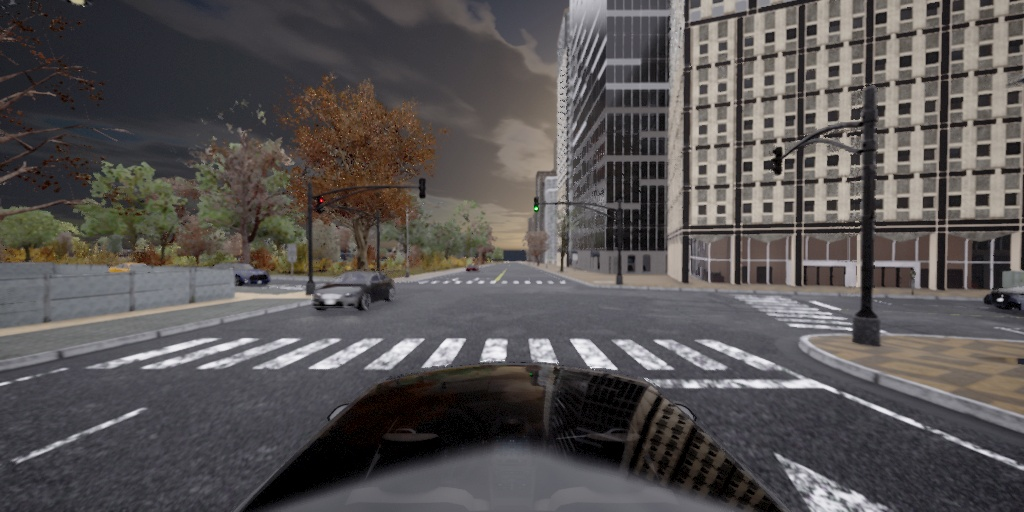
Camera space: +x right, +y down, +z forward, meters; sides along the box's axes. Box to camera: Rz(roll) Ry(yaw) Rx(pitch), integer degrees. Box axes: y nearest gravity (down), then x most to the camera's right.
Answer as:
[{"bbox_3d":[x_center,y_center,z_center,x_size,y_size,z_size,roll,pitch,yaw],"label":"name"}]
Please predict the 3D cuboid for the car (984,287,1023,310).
[{"bbox_3d":[21.859,1.622,13.982,4.181,1.385,1.994,0,1,20],"label":"car"}]

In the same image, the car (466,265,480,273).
[{"bbox_3d":[-6.281,2.028,57.511,1.895,1.301,4.718,0,-1,0],"label":"car"}]

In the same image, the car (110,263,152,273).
[{"bbox_3d":[-32.813,1.342,31.327,5.008,1.535,1.882,1,1,21],"label":"car"}]

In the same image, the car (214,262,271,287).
[{"bbox_3d":[-20.137,1.271,26.464,4.553,1.767,2.097,0,1,21],"label":"car"}]

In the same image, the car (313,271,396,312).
[{"bbox_3d":[-6.451,1.402,15.198,2.128,1.511,4.902,0,-1,0],"label":"car"}]
